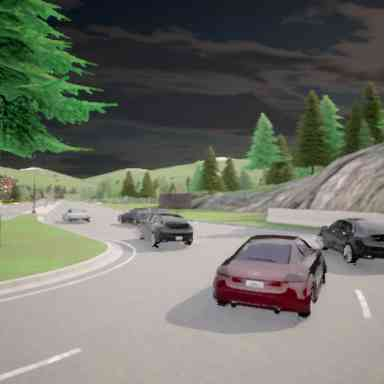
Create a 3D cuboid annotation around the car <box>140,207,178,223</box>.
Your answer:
[{"bbox_3d":[-3.314,2.214,32.744,1.994,1.385,4.181,1,-1,-33],"label":"car"}]

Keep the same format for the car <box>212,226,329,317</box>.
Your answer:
[{"bbox_3d":[2.030,1.719,8.009,1.994,1.385,4.181,0,-1,25],"label":"car"}]

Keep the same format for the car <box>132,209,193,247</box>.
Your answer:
[{"bbox_3d":[-1.499,1.845,17.020,1.837,1.490,4.892,3,-2,-22],"label":"car"}]

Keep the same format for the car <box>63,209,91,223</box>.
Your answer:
[{"bbox_3d":[-11.393,2.272,32.675,1.895,1.301,4.718,0,-1,-30],"label":"car"}]

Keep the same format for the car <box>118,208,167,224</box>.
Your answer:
[{"bbox_3d":[-4.527,2.115,28.310,2.033,1.411,5.357,1,-1,-35],"label":"car"}]

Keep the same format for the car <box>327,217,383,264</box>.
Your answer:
[{"bbox_3d":[6.321,1.739,12.730,1.837,1.490,4.892,1,-1,3],"label":"car"}]
